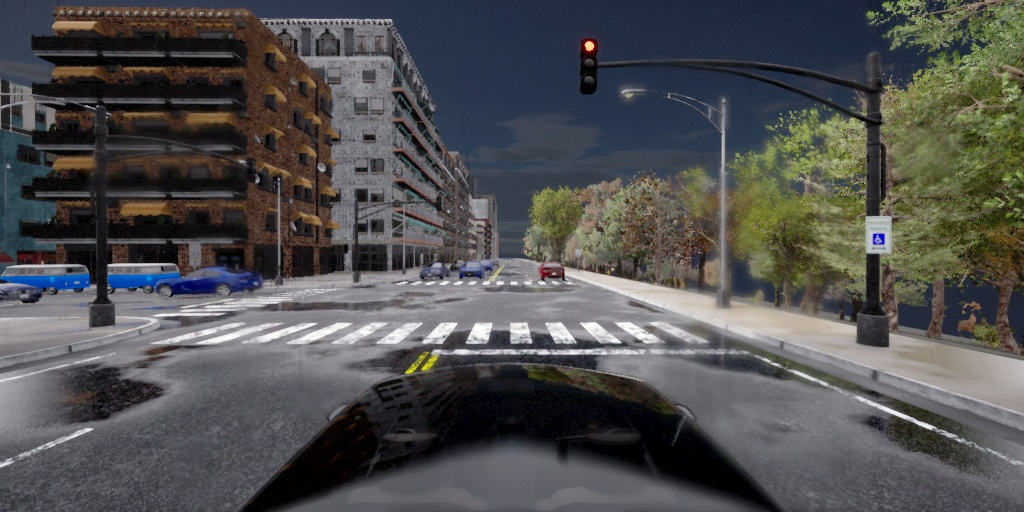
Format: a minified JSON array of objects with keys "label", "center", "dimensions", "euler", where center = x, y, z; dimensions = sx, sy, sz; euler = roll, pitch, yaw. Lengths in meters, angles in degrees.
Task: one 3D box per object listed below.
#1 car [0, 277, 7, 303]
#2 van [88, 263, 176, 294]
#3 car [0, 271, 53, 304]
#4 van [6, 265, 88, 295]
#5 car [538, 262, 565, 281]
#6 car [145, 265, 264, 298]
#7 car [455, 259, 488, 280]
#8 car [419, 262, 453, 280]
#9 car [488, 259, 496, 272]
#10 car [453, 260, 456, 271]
[{"label":"car","center":[-22.669,1.623,13.600],"dimensions":[4.207,1.307,1.802],"euler":[0,0,-1]},{"label":"van","center":[-22.783,1.350,21.946],"dimensions":[3.998,1.789,1.690],"euler":[0,0,-1]},{"label":"car","center":[-24.312,1.578,16.127],"dimensions":[4.674,1.442,1.812],"euler":[-1,0,-1]},{"label":"van","center":[-28.384,1.424,21.851],"dimensions":[3.998,1.789,1.690],"euler":[0,0,-1]},{"label":"car","center":[3.260,1.228,30.246],"dimensions":[1.882,1.535,5.008],"euler":[0,0,0]},{"label":"car","center":[-16.371,1.413,19.491],"dimensions":[5.008,1.535,1.882],"euler":[-1,0,0]},{"label":"car","center":[-3.447,1.229,31.508],"dimensions":[1.882,1.535,5.008],"euler":[0,0,0]},{"label":"car","center":[-6.693,1.277,31.350],"dimensions":[1.812,1.442,4.674],"euler":[0,0,0]},{"label":"car","center":[-3.489,1.234,46.561],"dimensions":[1.882,1.535,5.008],"euler":[0,0,0]},{"label":"car","center":[-6.737,1.262,46.266],"dimensions":[1.837,1.490,4.892],"euler":[0,0,0]}]
